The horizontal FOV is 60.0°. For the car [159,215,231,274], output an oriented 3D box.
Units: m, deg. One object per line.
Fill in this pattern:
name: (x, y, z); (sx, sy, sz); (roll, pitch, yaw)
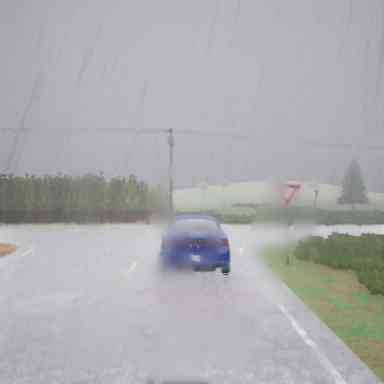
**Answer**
car: (0.074, 1.459, 10.542); (1.882, 1.535, 5.008); (0, 0, 0)
